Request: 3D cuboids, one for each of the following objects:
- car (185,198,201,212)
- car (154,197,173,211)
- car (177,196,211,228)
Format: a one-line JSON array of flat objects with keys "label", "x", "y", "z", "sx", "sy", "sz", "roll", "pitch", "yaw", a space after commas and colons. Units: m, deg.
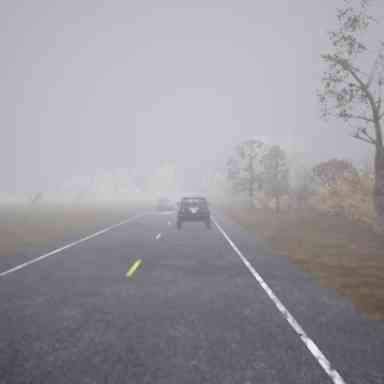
[{"label": "car", "x": 0.135, "y": 1.576, "z": 41.873, "sx": 1.882, "sy": 1.535, "sz": 5.008, "roll": 0, "pitch": 0, "yaw": 0}, {"label": "car", "x": -3.519, "y": 1.449, "z": 41.598, "sx": 2.097, "sy": 1.767, "sz": 4.553, "roll": 0, "pitch": 0, "yaw": 0}, {"label": "car", "x": 0.119, "y": 1.282, "z": 23.122, "sx": 2.150, "sy": 2.045, "sz": 5.566, "roll": 0, "pitch": 0, "yaw": 0}]
